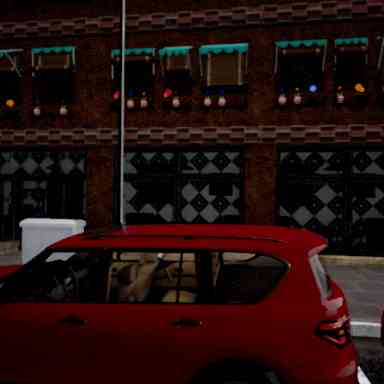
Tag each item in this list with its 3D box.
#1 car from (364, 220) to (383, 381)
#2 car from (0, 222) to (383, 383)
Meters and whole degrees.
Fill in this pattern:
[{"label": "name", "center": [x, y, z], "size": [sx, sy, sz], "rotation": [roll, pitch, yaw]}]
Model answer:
[{"label": "car", "center": [4.682, 1.318, 3.098], "size": [5.009, 1.841, 2.192], "rotation": [0, 1, 8]}, {"label": "car", "center": [-0.813, 1.314, 3.868], "size": [5.009, 1.841, 2.192], "rotation": [0, 1, 8]}]
